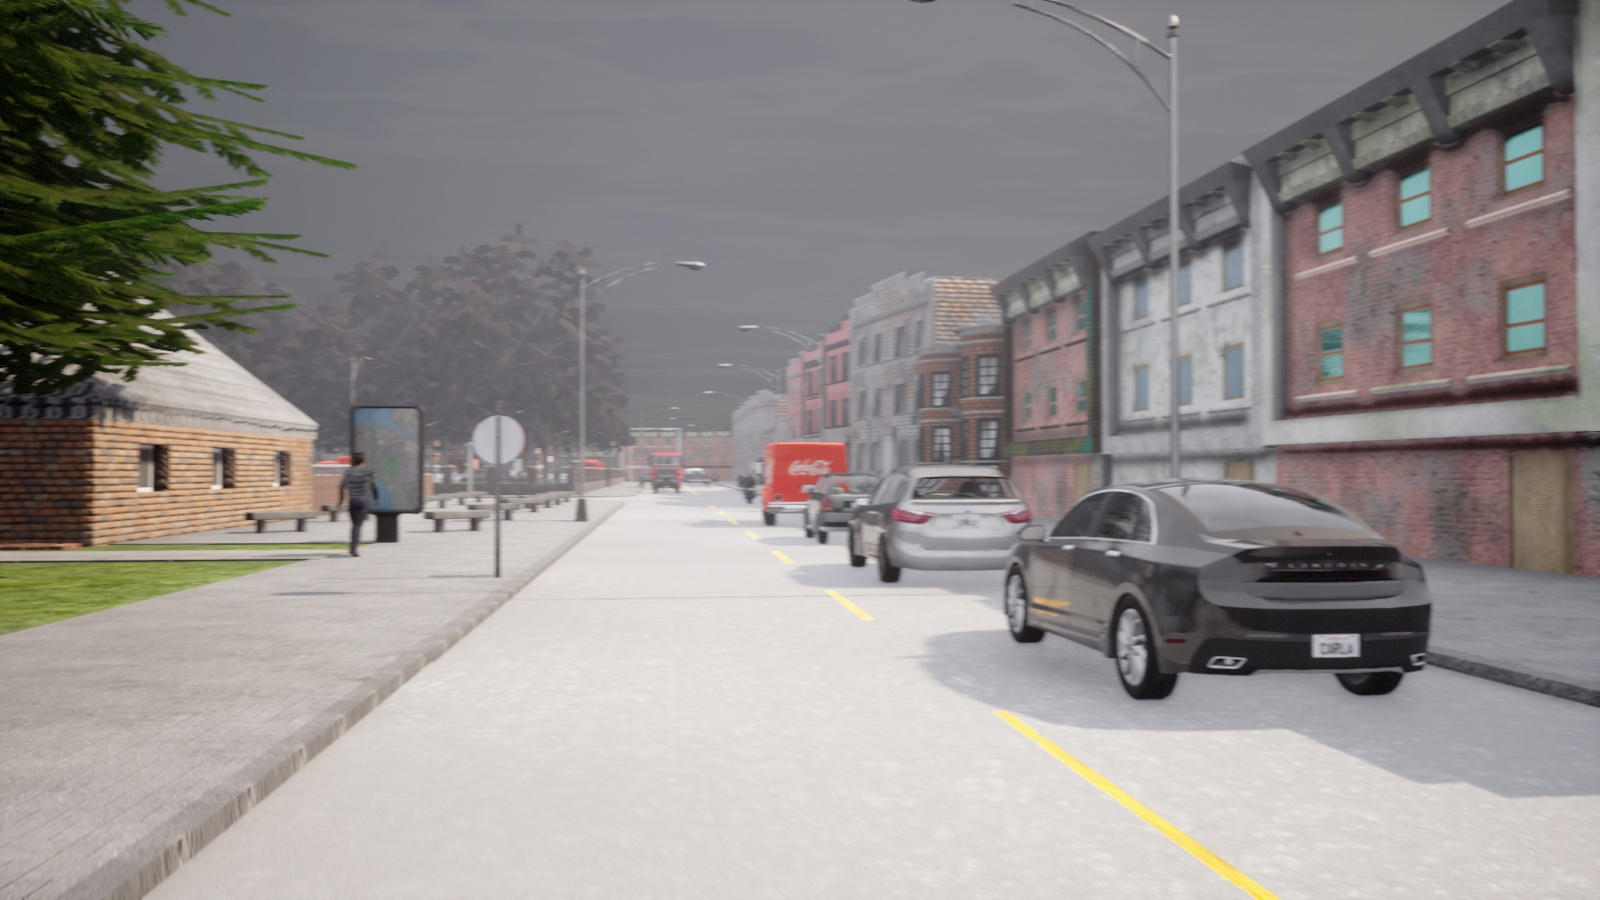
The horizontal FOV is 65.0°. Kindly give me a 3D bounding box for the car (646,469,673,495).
[{"bbox_3d":[-10.394,2.325,92.931,1.905,1.878,3.866,0,-1,-6],"label":"car"}]

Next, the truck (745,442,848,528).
[{"bbox_3d":[-0.206,1.014,38.603,2.627,2.467,5.204,0,0,-6],"label":"truck"}]

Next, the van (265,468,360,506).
[{"bbox_3d":[-26.192,1.975,67.623,4.442,1.987,1.775,0,-1,-6],"label":"van"}]

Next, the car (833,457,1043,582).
[{"bbox_3d":[1.942,0.980,19.360,2.242,1.667,4.611,0,-1,-6],"label":"car"}]

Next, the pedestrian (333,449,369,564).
[{"bbox_3d":[-7.776,0.970,21.763,0.423,1.949,0.788,0,-1,-7],"label":"pedestrian"}]

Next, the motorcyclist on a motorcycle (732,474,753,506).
[{"bbox_3d":[-2.850,1.957,61.930,0.866,1.530,2.191,0,-1,-7],"label":"motorcyclist on a motorcycle"}]

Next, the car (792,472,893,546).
[{"bbox_3d":[0.894,1.291,28.763,1.789,1.549,3.705,0,-1,-6],"label":"car"}]

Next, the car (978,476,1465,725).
[{"bbox_3d":[2.969,0.972,10.199,1.837,1.490,4.892,0,-1,-6],"label":"car"}]

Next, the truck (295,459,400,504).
[{"bbox_3d":[-25.758,1.807,71.747,5.204,2.467,2.627,0,-1,-8],"label":"truck"}]
